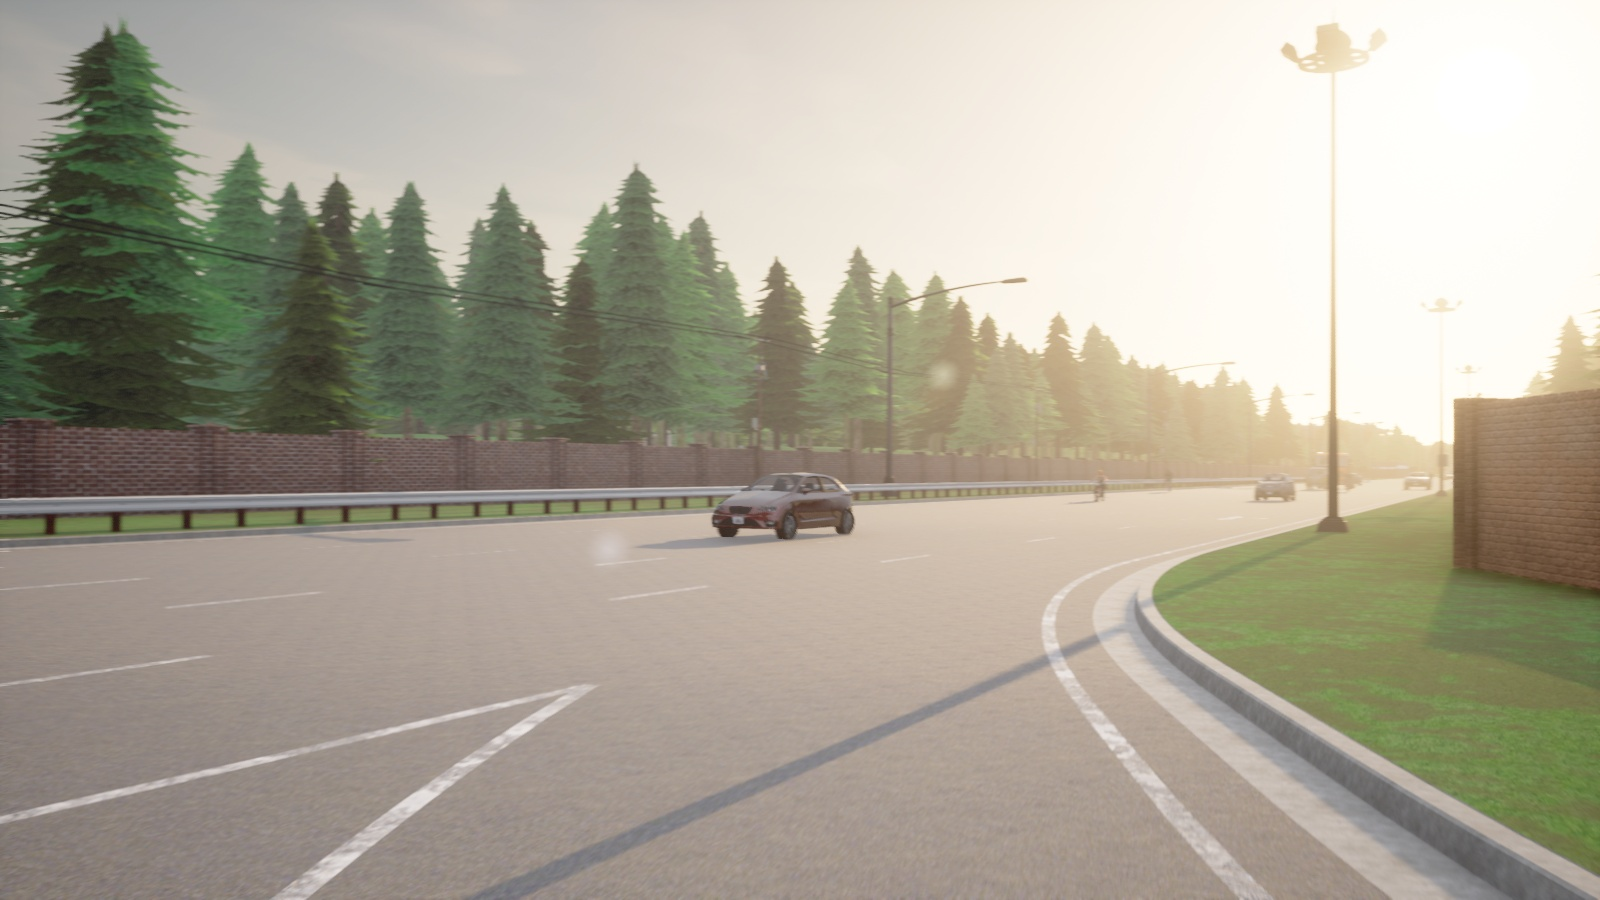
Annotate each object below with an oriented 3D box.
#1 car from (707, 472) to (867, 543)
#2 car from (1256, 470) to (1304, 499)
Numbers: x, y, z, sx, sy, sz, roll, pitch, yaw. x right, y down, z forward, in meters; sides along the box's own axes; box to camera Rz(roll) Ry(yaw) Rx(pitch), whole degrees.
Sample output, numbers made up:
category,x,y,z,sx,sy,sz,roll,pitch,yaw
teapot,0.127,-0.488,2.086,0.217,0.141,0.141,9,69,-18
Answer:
category,x,y,z,sx,sy,sz,roll,pitch,yaw
car,-0.213,1.258,28.865,1.816,1.474,4.193,-1,-1,30
car,25.645,1.796,67.012,1.845,1.501,3.633,-1,-1,30
